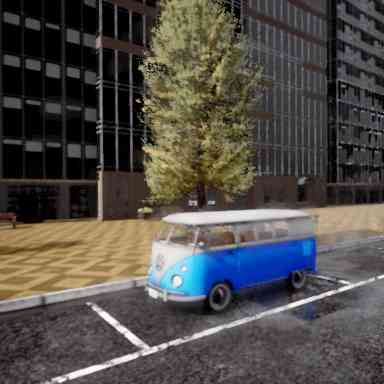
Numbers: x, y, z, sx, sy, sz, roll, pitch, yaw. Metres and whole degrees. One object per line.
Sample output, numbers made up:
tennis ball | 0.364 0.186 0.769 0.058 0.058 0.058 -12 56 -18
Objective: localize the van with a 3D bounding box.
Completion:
van | 1.005 1.307 7.273 3.998 1.788 1.690 0 0 -35
